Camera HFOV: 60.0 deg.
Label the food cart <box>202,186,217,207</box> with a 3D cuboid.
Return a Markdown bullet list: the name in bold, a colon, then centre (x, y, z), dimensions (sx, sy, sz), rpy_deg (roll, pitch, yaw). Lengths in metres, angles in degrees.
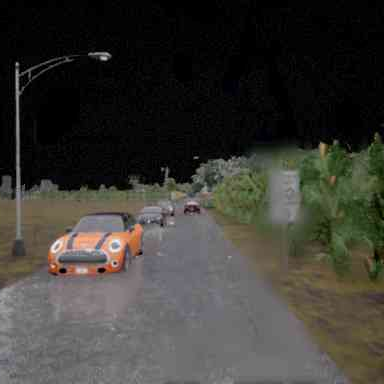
- **food cart**: centre (3.079, 0.862, 59.054), dimensions (2.280, 3.560, 4.660), rpy_deg (-2, -2, 0)

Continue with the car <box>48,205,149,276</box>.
- **car**: centre (-2.856, 1.465, 10.857), dimensions (2.097, 1.767, 4.553), rpy_deg (-1, 0, 0)

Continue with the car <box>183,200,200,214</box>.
- **car**: centre (0.000, 1.766, 39.005), dimensions (1.882, 1.535, 5.008), rpy_deg (-1, 0, 0)

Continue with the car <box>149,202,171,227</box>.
- **car**: centre (-2.851, 1.725, 24.460), dimensions (1.837, 1.490, 4.892), rpy_deg (-1, -1, 0)

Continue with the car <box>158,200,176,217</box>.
- **car**: centre (-2.826, 1.644, 34.295), dimensions (2.097, 1.767, 4.553), rpy_deg (-1, -1, 0)

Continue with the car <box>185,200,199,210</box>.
- **car**: centre (0.007, 1.932, 49.819), dimensions (1.994, 1.385, 4.181), rpy_deg (-1, 0, 0)
